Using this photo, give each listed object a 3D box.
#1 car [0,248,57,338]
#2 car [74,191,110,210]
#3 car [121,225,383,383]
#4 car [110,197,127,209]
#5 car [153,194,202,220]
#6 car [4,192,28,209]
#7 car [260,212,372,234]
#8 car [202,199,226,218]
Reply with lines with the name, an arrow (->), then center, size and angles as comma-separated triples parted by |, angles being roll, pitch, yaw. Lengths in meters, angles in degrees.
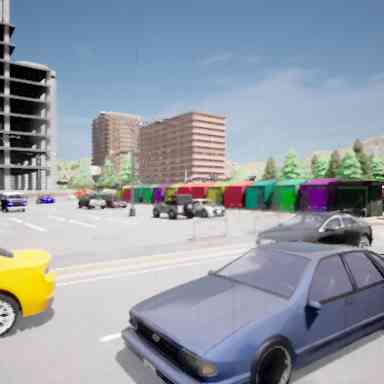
car -> -4.704, 1.482, 4.929 | 5.008, 1.535, 1.882 | 0, 0, -36
car -> -11.901, 1.103, 39.405 | 1.932, 1.855, 4.605 | 0, 0, -37
car -> 1.703, 1.531, 5.205 | 5.357, 1.411, 2.033 | 0, 0, -35
car -> -9.547, 1.302, 41.096 | 1.784, 1.438, 3.905 | 0, 0, -37
car -> -1.350, 1.104, 25.418 | 1.905, 1.878, 3.866 | 0, 0, -37
car -> -25.392, 1.126, 48.103 | 1.932, 1.855, 4.605 | 0, 0, -37
car -> 4.261, 1.453, 11.320 | 4.902, 1.511, 2.128 | 0, 0, -35
car -> 0.971, 1.332, 27.151 | 1.970, 1.475, 3.806 | 0, 0, -37
